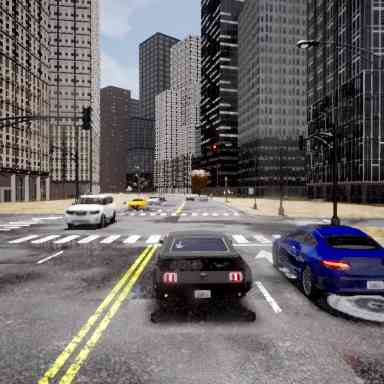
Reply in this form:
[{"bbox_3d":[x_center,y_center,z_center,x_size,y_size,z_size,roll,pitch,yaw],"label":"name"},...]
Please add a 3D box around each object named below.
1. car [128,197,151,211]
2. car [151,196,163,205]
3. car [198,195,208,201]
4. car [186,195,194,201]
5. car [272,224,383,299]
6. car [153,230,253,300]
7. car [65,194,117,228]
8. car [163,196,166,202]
[{"bbox_3d":[-6.569,1.443,40.887,1.882,1.535,5.008,0,0,0],"label":"car"},{"bbox_3d":[-6.562,1.460,56.474,1.812,1.442,4.674,0,0,0],"label":"car"},{"bbox_3d":[2.746,1.397,80.640,1.812,1.442,4.674,0,0,-4],"label":"car"},{"bbox_3d":[-0.503,1.469,80.524,1.895,1.301,4.718,0,0,-4],"label":"car"},{"bbox_3d":[3.347,1.523,8.338,1.812,1.442,4.674,0,0,1],"label":"car"},{"bbox_3d":[0.104,1.598,8.367,1.895,1.301,4.718,0,0,-3],"label":"car"},{"bbox_3d":[-6.577,1.202,22.381,2.150,2.045,5.566,0,0,0],"label":"car"},{"bbox_3d":[-6.633,1.448,71.547,1.994,1.385,4.181,0,0,-1],"label":"car"}]
